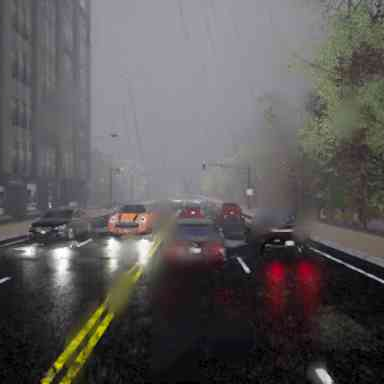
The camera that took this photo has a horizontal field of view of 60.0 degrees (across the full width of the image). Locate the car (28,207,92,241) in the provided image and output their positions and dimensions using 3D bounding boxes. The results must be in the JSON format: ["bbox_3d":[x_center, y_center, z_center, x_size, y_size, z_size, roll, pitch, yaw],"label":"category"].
[{"bbox_3d":[-6.606,1.580,17.195,1.837,1.490,4.892,0,-1,0],"label":"car"}]

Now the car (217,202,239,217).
[{"bbox_3d":[3.337,1.605,30.131,1.882,1.535,5.008,0,0,0],"label":"car"}]

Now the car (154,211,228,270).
[{"bbox_3d":[0.091,1.595,11.186,2.033,1.411,5.357,0,0,0],"label":"car"}]

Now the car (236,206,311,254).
[{"bbox_3d":[3.340,1.549,13.779,2.128,1.511,4.902,0,0,0],"label":"car"}]

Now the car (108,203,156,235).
[{"bbox_3d":[-3.356,1.433,19.301,2.097,1.767,4.553,0,0,0],"label":"car"}]

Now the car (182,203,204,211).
[{"bbox_3d":[0.085,1.688,29.339,1.994,1.385,4.181,0,0,0],"label":"car"}]
